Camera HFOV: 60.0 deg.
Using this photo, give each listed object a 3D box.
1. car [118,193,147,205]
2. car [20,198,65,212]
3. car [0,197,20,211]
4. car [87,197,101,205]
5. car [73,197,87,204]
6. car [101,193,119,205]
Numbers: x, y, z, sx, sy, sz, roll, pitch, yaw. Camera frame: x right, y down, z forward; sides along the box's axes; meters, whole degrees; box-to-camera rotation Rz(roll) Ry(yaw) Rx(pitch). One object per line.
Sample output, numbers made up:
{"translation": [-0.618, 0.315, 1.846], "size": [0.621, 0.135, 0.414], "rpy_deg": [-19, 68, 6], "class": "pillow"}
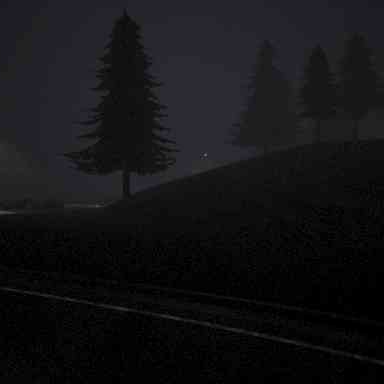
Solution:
{"translation": [-9.910, 1.281, 57.767], "size": [2.150, 2.045, 5.566], "rpy_deg": [0, 0, 22], "class": "car"}
{"translation": [-17.329, 1.491, 39.513], "size": [2.128, 1.511, 4.902], "rpy_deg": [0, 0, 22], "class": "car"}
{"translation": [-20.741, 1.504, 40.407], "size": [1.837, 1.490, 4.892], "rpy_deg": [0, 0, 22], "class": "car"}
{"translation": [-16.397, 1.553, 60.398], "size": [1.812, 1.442, 4.674], "rpy_deg": [0, 0, 22], "class": "car"}
{"translation": [-19.647, 1.549, 61.696], "size": [2.033, 1.411, 5.357], "rpy_deg": [0, 0, 22], "class": "car"}
{"translation": [-13.160, 1.261, 59.066], "size": [2.150, 2.045, 5.566], "rpy_deg": [0, 0, 22], "class": "car"}
